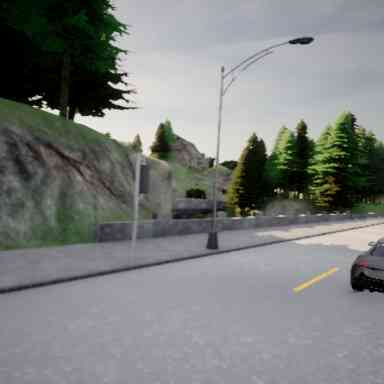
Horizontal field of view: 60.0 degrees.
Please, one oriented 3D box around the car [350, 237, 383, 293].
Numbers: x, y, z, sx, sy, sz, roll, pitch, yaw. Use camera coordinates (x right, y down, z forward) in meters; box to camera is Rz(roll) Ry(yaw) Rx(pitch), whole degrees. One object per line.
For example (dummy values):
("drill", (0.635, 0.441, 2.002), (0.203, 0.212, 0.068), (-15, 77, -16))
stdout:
("car", (5.850, 1.977, 9.199), (1.994, 1.385, 4.181), (3, -1, 39))
